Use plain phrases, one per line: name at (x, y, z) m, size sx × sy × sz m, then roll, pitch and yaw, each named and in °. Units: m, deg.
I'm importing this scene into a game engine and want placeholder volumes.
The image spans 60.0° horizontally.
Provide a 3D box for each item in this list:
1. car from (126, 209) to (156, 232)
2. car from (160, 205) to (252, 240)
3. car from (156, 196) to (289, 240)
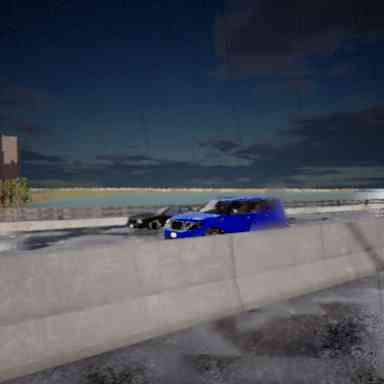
car at (-1.240, 1.525, 20.276) m, size 5.357 × 1.411 × 2.033 m, roll 0°, pitch 0°, yaw -35°
car at (0.825, 1.503, 17.446) m, size 4.674 × 1.442 × 1.812 m, roll 0°, pitch 0°, yaw -35°
car at (1.591, 1.202, 13.703) m, size 5.566 × 2.045 × 2.150 m, roll 0°, pitch 0°, yaw -35°
